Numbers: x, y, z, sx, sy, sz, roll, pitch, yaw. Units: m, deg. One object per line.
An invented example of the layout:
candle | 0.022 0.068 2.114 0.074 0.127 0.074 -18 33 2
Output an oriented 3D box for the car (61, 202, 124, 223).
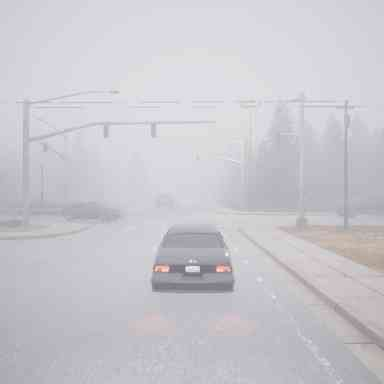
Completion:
car | -7.554 1.511 25.382 4.902 1.511 2.128 0 -1 16

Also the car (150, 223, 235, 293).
car | 0.034 1.545 9.000 2.033 1.411 5.357 0 0 1

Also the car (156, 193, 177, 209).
car | -3.677 1.221 45.653 2.150 2.045 5.566 0 0 0

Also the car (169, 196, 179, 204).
car | -3.537 1.526 66.085 1.812 1.442 4.674 0 0 1

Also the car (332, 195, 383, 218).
car | 15.547 1.248 29.646 5.566 2.045 2.150 0 0 1

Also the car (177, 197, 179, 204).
car | -3.665 1.352 55.663 2.097 1.767 4.553 0 0 0
